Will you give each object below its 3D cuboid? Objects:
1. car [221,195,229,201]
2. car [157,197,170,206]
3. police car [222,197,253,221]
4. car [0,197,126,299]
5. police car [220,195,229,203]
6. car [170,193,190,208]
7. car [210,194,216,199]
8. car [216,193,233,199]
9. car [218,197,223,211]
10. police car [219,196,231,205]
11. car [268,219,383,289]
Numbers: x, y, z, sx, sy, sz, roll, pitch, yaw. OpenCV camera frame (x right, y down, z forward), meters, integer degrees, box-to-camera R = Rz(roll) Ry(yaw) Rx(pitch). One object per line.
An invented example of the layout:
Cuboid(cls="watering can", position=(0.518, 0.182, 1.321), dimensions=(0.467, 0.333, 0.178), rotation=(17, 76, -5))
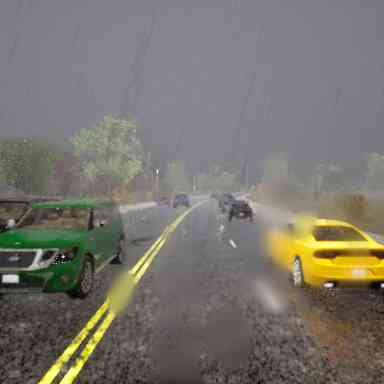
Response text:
Cuboid(cls="car", position=(8.114, 1.461, 81.736), dimensions=(1.837, 1.490, 4.892), rotation=(0, 0, 7))
Cuboid(cls="car", position=(-4.433, 1.550, 53.956), dimensions=(1.812, 1.442, 4.674), rotation=(0, 0, 5))
Cuboid(cls="police car", position=(3.817, 1.457, 27.399), dimensions=(1.930, 1.638, 5.238), rotation=(0, 0, 2))
Cuboid(cls="car", position=(-3.268, 1.235, 8.842), dimensions=(2.150, 2.045, 5.566), rotation=(0, 0, 1))
Cuboid(cls="police car", position=(6.927, 1.412, 70.984), dimensions=(1.930, 1.638, 5.238), rotation=(0, 0, 6))
Cuboid(cls="car", position=(-1.517, 1.247, 49.580), dimensions=(2.150, 2.045, 5.566), rotation=(0, 0, 4))
Cuboid(cls="car", position=(6.036, 1.247, 92.002), dimensions=(1.837, 1.490, 4.892), rotation=(0, 0, 8))
Cuboid(cls="car", position=(5.029, 1.244, 49.136), dimensions=(2.150, 2.045, 5.566), rotation=(0, 0, 4))
Cuboid(cls="car", position=(4.335, 1.594, 38.202), dimensions=(1.994, 1.385, 4.181), rotation=(0, 0, 3))
Cuboid(cls="police car", position=(5.887, 1.514, 59.999), dimensions=(2.038, 1.542, 4.974), rotation=(0, 0, 5))
Cuboid(cls="car", position=(3.442, 1.496, 9.270), dimensions=(1.882, 1.535, 5.008), rotation=(0, 0, 1))
